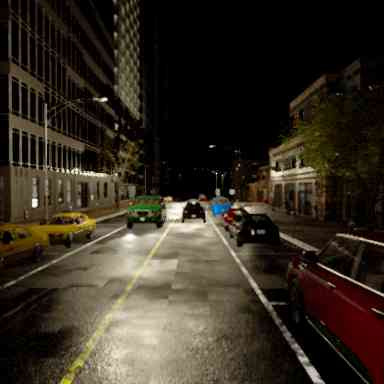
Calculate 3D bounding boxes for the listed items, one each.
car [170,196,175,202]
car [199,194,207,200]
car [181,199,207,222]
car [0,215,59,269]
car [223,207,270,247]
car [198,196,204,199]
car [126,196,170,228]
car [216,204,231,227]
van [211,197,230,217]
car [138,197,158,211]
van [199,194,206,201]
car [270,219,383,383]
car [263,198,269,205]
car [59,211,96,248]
[{"bbox_3d":[-5.723,1.696,80.558,1.752,1.417,4.829,-1,0,0],"label":"car"},{"bbox_3d":[2.802,1.624,86.305,1.967,1.590,4.097,-1,0,0],"label":"car"},{"bbox_3d":[0.141,1.581,26.379,1.812,1.442,4.674,0,0,0],"label":"car"},{"bbox_3d":[-5.688,1.545,9.401,1.752,1.417,4.829,-1,0,0],"label":"car"},{"bbox_3d":[2.701,1.598,15.081,1.947,1.339,4.313,-1,0,0],"label":"car"},{"bbox_3d":[0.163,1.638,43.128,2.033,1.411,5.357,0,0,0],"label":"car"},{"bbox_3d":[-2.967,1.276,22.719,2.150,2.045,5.566,0,0,0],"label":"car"},{"bbox_3d":[2.709,1.625,20.616,1.802,1.307,4.206,-1,0,0],"label":"car"},{"bbox_3d":[2.721,1.408,31.685,1.690,1.788,3.998,-1,0,0],"label":"van"},{"bbox_3d":[-5.641,1.530,42.781,1.967,1.590,4.097,-1,0,0],"label":"car"},{"bbox_3d":[2.808,1.537,91.950,1.690,1.788,3.998,-1,0,0],"label":"van"},{"bbox_3d":[2.681,1.324,4.014,2.192,1.841,5.009,-1,0,0],"label":"car"},{"bbox_3d":[16.622,1.561,65.997,5.009,1.841,2.192,1,0,1],"label":"car"},{"bbox_3d":[-5.680,1.557,14.935,1.752,1.417,4.829,-1,0,0],"label":"car"}]
